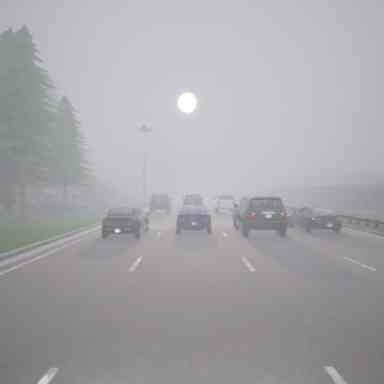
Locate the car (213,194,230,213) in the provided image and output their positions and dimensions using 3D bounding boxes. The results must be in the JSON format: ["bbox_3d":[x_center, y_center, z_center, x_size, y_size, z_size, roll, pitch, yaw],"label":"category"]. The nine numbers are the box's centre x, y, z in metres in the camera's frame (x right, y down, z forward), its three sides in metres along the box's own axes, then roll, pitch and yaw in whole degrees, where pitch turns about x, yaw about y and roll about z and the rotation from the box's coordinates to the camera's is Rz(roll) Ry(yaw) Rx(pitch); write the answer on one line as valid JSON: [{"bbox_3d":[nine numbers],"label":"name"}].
[{"bbox_3d":[3.595,1.226,36.952,2.150,2.045,5.566,0,0,0],"label":"car"}]

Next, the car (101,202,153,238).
[{"bbox_3d":[-3.402,1.506,17.601,1.837,1.490,4.892,0,0,0],"label":"car"}]

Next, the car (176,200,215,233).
[{"bbox_3d":[0.098,1.480,19.652,1.882,1.535,5.008,0,0,0],"label":"car"}]

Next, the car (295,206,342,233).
[{"bbox_3d":[7.085,1.529,19.445,1.812,1.442,4.674,0,0,0],"label":"car"}]

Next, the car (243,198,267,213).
[{"bbox_3d":[7.096,1.510,37.875,1.837,1.490,4.892,0,0,0],"label":"car"}]

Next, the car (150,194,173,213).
[{"bbox_3d":[-3.404,1.225,36.901,2.150,2.045,5.566,0,0,0],"label":"car"}]

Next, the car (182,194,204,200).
[{"bbox_3d":[0.096,1.225,36.954,2.150,2.045,5.566,0,0,0],"label":"car"}]

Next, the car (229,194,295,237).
[{"bbox_3d":[3.598,1.224,18.324,2.150,2.045,5.566,0,0,0],"label":"car"}]
